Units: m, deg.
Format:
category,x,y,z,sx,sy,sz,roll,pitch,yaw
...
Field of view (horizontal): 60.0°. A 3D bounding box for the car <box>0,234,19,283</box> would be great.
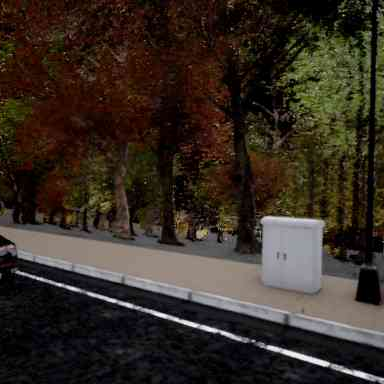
category,x,y,z,sx,sy,sz,roll,pitch,yaw
car,-6.113,1.379,8.044,4.902,1.511,2.128,1,0,36
